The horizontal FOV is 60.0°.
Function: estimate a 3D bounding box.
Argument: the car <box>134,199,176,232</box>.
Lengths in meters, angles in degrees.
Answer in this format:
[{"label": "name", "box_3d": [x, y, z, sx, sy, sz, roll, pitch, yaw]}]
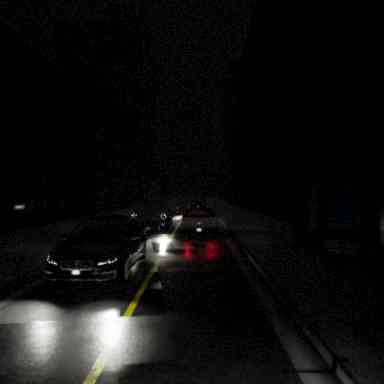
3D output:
[{"label": "car", "box_3d": [-2.292, 1.300, 19.644, 2.097, 1.767, 4.553, 0, 0, 0]}]

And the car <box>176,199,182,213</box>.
[{"label": "car", "box_3d": [-1.969, 1.403, 32.821, 1.882, 1.535, 5.008, 0, 0, 1]}]

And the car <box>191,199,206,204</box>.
[{"label": "car", "box_3d": [0.809, 1.513, 43.210, 1.895, 1.301, 4.718, 0, 0, 1]}]

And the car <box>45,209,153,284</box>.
[{"label": "car", "box_3d": [-2.455, 1.475, 9.584, 1.837, 1.490, 4.892, 0, 0, 1]}]

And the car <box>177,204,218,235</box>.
[{"label": "car", "box_3d": [0.388, 1.557, 18.530, 1.895, 1.301, 4.718, 0, 0, 1]}]
